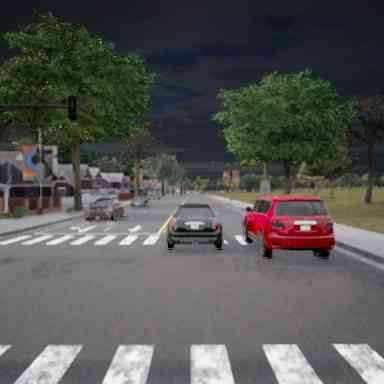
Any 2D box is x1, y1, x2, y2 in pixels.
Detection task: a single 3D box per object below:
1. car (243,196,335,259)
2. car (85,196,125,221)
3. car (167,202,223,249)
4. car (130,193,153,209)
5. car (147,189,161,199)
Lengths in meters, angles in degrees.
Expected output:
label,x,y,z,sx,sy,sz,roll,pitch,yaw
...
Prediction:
label,x,y,z,sx,sy,sz,roll,pitch,yaw
car,3.351,1.148,12.487,2.150,2.045,5.566,0,0,0
car,-6.585,1.211,25.431,2.097,1.767,4.553,0,0,0
car,0.103,1.271,14.197,2.097,1.767,4.553,0,0,0
car,-6.565,1.260,42.103,2.128,1.511,4.902,0,1,0
car,-6.468,0.533,57.275,2.150,2.045,5.566,0,0,0
